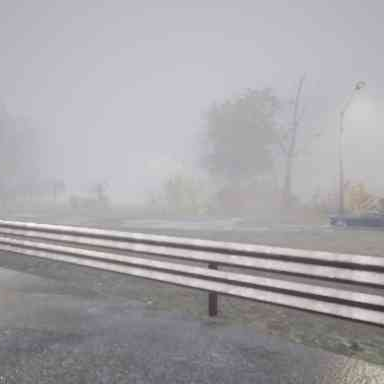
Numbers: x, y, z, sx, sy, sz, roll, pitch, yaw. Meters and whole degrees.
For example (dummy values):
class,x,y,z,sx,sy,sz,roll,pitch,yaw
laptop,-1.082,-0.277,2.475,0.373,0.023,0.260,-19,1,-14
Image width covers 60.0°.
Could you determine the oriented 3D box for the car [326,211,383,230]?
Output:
class,x,y,z,sx,sy,sz,roll,pitch,yaw
car,11.922,1.943,23.216,4.718,1.301,1.895,0,0,14
